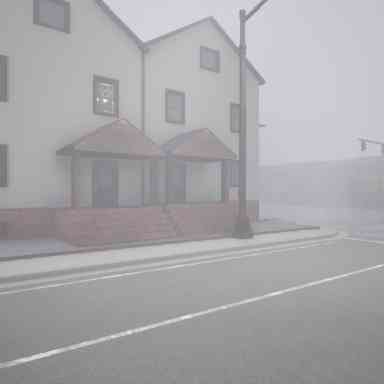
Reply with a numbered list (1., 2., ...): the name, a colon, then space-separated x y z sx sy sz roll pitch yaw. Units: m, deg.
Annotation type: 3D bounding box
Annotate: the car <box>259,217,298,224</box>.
1. car: 7.791 3.509 32.406 2.150 2.045 5.566 -1 -12 -36
